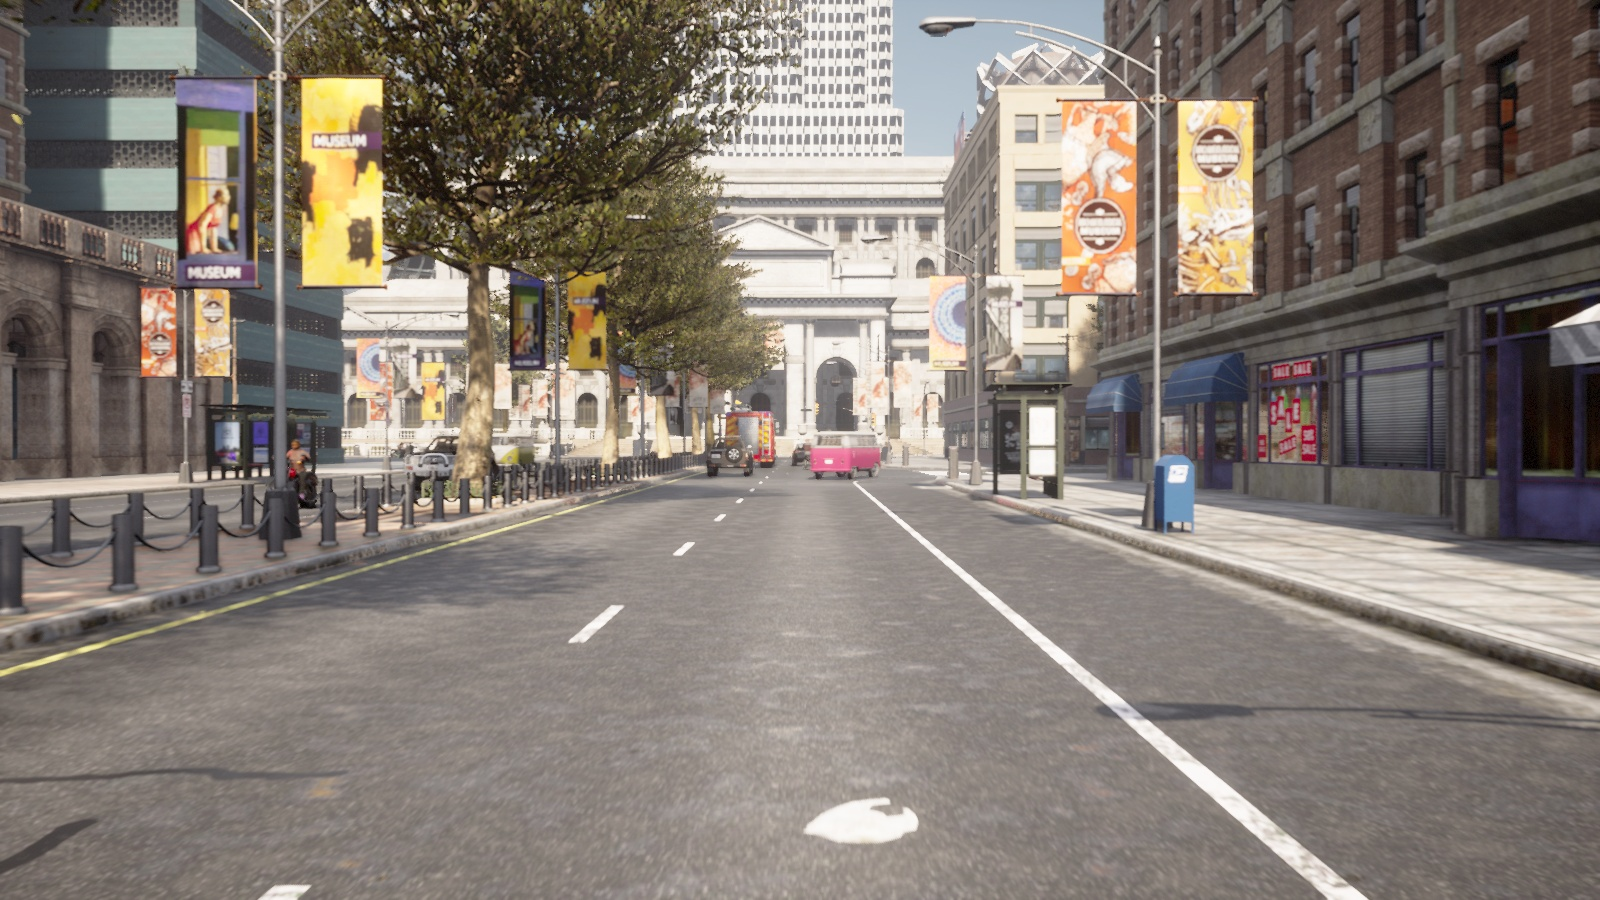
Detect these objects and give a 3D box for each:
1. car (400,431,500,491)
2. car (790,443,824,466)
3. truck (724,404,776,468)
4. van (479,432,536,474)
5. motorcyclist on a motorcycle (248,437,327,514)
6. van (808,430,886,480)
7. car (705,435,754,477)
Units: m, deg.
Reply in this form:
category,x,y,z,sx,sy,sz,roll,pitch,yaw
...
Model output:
category,x,y,z,sx,sy,sz,roll,pitch,yaw
car,-11.259,0.325,40.675,1.932,1.855,4.605,0,0,0
car,0.464,0.281,82.704,2.163,1.488,4.792,0,0,1
truck,-3.046,-0.866,79.026,2.891,3.827,8.468,0,0,0
van,-14.635,0.132,63.065,1.775,1.987,4.442,0,0,0
motorcyclist on a motorcycle,-11.330,0.531,27.855,0.766,1.649,2.350,0,0,0
van,2.014,0.205,52.493,1.775,1.987,4.442,0,0,24
car,-3.167,0.237,57.367,1.932,1.855,4.605,0,0,0
